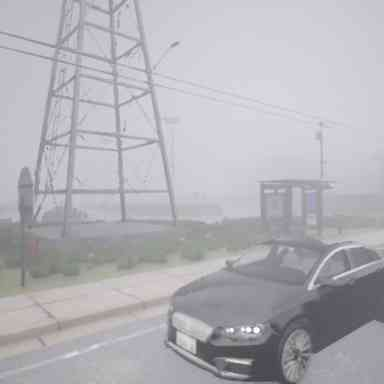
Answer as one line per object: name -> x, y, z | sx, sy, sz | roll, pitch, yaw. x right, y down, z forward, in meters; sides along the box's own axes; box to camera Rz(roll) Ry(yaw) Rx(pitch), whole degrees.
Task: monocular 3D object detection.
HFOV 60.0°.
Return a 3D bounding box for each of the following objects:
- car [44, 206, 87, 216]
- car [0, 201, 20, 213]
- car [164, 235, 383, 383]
car -> -11.882, 2.052, 31.472 | 3.905, 1.438, 1.784 | 0, -1, -40
car -> -26.522, 2.208, 48.532 | 4.605, 1.855, 1.932 | 0, -1, -40
car -> 1.819, 1.551, 5.571 | 4.902, 1.511, 2.128 | 0, -1, -39
